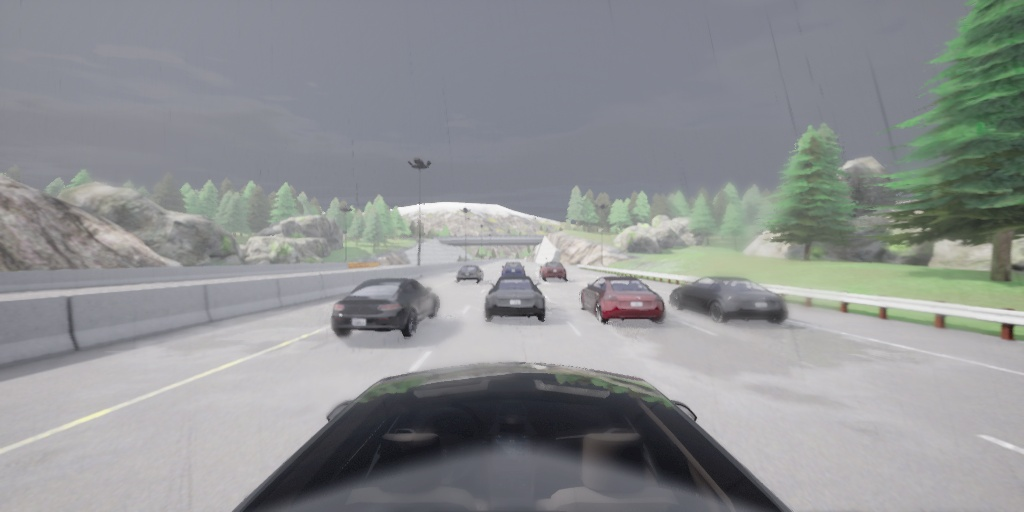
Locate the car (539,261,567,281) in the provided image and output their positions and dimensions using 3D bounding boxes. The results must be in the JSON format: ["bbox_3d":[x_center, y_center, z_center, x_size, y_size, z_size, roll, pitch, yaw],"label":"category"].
[{"bbox_3d":[3.606,1.267,32.111,2.097,1.767,4.553,0,0,0],"label":"car"}]

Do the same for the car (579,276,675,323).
[{"bbox_3d":[3.601,1.372,12.353,1.994,1.385,4.181,0,0,0],"label":"car"}]

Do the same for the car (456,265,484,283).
[{"bbox_3d":[-3.395,1.448,29.581,2.033,1.411,5.357,0,0,0],"label":"car"}]

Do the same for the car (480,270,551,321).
[{"bbox_3d":[0.102,1.374,12.816,1.994,1.385,4.181,0,0,0],"label":"car"}]

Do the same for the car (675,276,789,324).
[{"bbox_3d":[7.102,1.372,12.219,1.994,1.385,4.181,0,0,0],"label":"car"}]

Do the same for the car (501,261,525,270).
[{"bbox_3d":[0.107,1.269,32.403,2.097,1.767,4.553,0,0,0],"label":"car"}]

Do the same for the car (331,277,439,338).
[{"bbox_3d":[-3.386,1.322,10.270,1.812,1.442,4.674,0,0,0],"label":"car"}]
